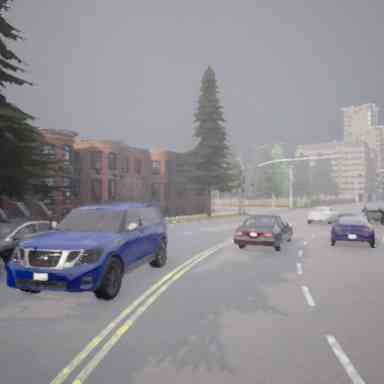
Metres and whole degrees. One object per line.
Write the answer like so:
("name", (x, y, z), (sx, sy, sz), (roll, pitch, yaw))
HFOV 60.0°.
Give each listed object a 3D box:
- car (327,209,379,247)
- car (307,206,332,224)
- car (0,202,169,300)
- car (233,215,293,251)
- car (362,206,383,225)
("car", (7.857, 1.766, 16.340), (1.812, 1.442, 4.674), (0, -1, 25))
("car", (11.057, 1.930, 28.070), (1.812, 1.442, 4.674), (0, -1, 34))
("car", (-2.323, 1.334, 9.183), (2.150, 2.045, 5.566), (0, -1, 13))
("car", (3.456, 1.762, 15.459), (2.033, 1.411, 5.357), (0, -1, 24))
("car", (15.408, 1.912, 28.221), (2.128, 1.511, 4.902), (0, -1, 34))
